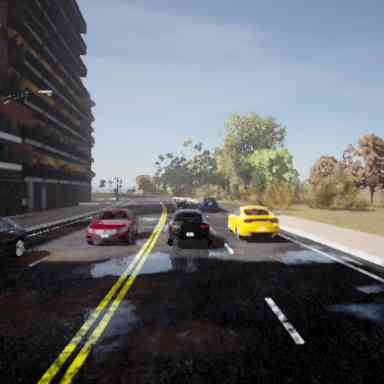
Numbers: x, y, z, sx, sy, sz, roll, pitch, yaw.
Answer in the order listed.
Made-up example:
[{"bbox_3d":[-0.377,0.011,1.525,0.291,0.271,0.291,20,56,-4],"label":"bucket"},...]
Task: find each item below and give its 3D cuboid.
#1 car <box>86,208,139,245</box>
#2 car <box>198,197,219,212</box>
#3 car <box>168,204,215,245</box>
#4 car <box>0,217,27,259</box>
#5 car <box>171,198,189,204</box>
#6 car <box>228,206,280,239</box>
[{"bbox_3d":[-3.621,1.533,15.843,1.812,1.442,4.674,0,0,-2],"label":"car"},{"bbox_3d":[1.816,1.321,38.312,2.097,1.767,4.553,0,0,-4],"label":"car"},{"bbox_3d":[-0.149,1.522,15.481,1.812,1.442,4.674,0,0,-2],"label":"car"},{"bbox_3d":[-6.717,1.524,9.906,1.837,1.490,4.892,0,0,-1],"label":"car"},{"bbox_3d":[-1.342,1.473,37.661,2.128,1.511,4.902,0,0,-4],"label":"car"},{"bbox_3d":[3.029,1.462,17.185,1.882,1.535,5.008,0,0,-2],"label":"car"}]
